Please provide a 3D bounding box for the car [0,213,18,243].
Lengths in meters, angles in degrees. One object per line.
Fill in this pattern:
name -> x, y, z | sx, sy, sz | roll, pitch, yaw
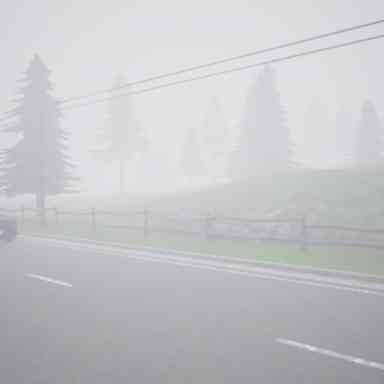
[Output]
car -> -10.089, 1.572, 15.473 | 5.008, 1.535, 1.882 | 0, 0, 36
